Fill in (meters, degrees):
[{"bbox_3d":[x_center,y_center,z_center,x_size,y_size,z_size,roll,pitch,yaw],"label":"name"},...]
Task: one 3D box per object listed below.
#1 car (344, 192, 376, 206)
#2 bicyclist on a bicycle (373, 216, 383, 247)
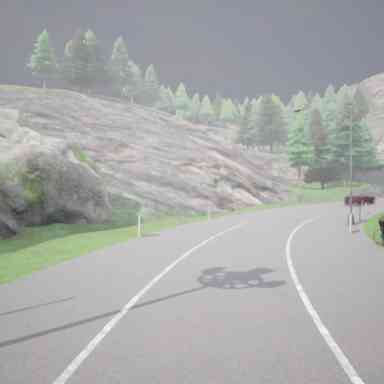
[{"bbox_3d":[20.080,0.770,39.652,5.008,1.535,1.882,-3,2,-39],"label":"car"},{"bbox_3d":[7.949,1.361,13.114,0.582,1.620,1.656,-3,-1,-34],"label":"bicyclist on a bicycle"}]
